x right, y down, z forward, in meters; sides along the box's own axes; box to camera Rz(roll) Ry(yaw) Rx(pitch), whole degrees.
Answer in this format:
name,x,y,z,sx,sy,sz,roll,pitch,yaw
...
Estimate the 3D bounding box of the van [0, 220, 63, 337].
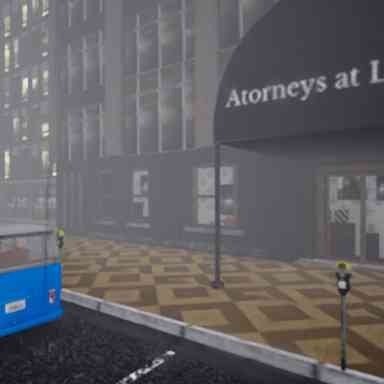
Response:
name,x,y,z,sx,sy,sz,roll,pitch,yaw
van,-3.949,1.354,5.686,3.998,1.788,1.690,0,0,35
